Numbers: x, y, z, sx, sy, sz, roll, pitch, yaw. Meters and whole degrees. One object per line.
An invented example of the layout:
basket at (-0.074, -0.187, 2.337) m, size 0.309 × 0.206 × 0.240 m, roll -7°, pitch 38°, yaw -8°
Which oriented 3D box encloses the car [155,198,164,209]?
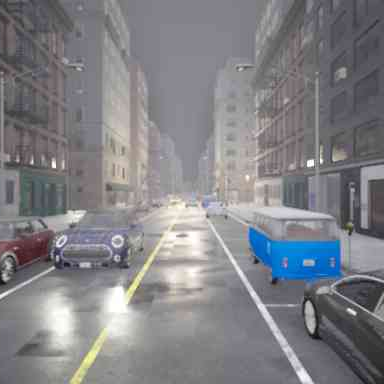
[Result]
car at (-5.463, 1.663, 47.895) m, size 1.887 × 1.381 × 4.507 m, roll 0°, pitch 0°, yaw 0°

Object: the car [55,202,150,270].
car at (-2.866, 1.378, 11.185) m, size 2.097 × 1.767 × 4.553 m, roll 0°, pitch 0°, yaw 0°

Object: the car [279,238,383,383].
car at (2.630, 1.559, 3.820) m, size 2.008 × 1.369 × 4.403 m, roll 0°, pitch 0°, yaw 0°

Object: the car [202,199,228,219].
car at (2.179, 1.601, 30.233) m, size 1.812 × 1.442 × 4.674 m, roll 0°, pitch 0°, yaw 0°

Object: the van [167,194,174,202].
van at (-5.541, 1.545, 85.369) m, size 1.690 × 1.788 × 3.998 m, roll 0°, pitch 0°, yaw 0°

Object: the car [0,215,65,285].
car at (-5.403, 1.461, 9.318) m, size 1.967 × 1.590 × 4.097 m, roll 0°, pitch 0°, yaw 0°

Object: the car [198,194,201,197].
car at (2.553, 1.447, 53.419) m, size 2.192 × 1.841 × 5.009 m, roll 0°, pitch 0°, yaw 0°

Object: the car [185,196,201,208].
car at (-0.068, 1.725, 49.918) m, size 1.895 × 1.301 × 4.718 m, roll 0°, pitch 0°, yaw 0°

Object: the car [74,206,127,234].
car at (-5.420, 1.600, 20.339) m, size 2.008 × 1.369 × 4.403 m, roll 0°, pitch 0°, yaw 0°

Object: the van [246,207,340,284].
van at (2.622, 1.363, 9.331) m, size 1.690 × 1.788 × 3.998 m, roll 0°, pitch 0°, yaw 0°

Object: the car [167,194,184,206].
car at (-2.841, 1.625, 57.607) m, size 1.882 × 1.535 × 5.008 m, roll 0°, pitch 0°, yaw 0°

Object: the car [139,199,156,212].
car at (-5.446, 1.673, 36.872) m, size 1.802 × 1.307 × 4.206 m, roll 0°, pitch 0°, yaw 0°

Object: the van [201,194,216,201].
van at (2.562, 1.460, 47.907) m, size 1.690 × 1.788 × 3.998 m, roll 0°, pitch 0°, yaw 0°

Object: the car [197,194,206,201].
car at (2.563, 1.532, 90.790) m, size 2.192 × 1.841 × 5.009 m, roll 0°, pitch 0°, yaw 0°

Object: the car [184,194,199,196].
car at (-0.101, 1.645, 63.768) m, size 2.128 × 1.511 × 4.902 m, roll 0°, pitch 0°, yaw 0°
